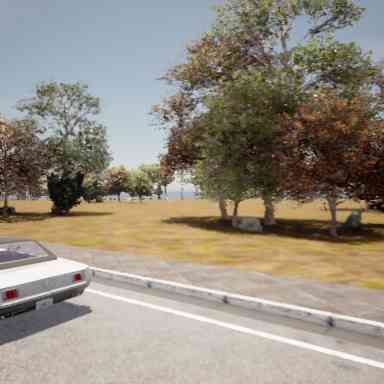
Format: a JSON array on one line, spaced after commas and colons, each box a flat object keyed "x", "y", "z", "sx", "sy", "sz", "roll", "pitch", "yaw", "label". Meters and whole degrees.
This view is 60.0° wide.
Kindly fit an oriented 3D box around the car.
[{"x": -4.335, "y": 1.596, "z": 6.847, "sx": 4.718, "sy": 1.301, "sz": 1.895, "roll": 0, "pitch": 0, "yaw": 34, "label": "car"}]
